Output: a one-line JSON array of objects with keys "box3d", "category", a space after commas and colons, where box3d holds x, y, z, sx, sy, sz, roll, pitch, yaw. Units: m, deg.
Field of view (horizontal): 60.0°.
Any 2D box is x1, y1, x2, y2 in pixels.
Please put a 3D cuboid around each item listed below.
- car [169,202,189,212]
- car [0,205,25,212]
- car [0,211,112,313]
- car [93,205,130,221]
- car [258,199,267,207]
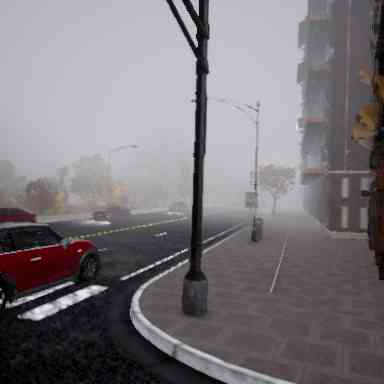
[{"box3d": [-1.857, 2.201, 49.135, 1.812, 1.442, 4.674, 2, -1, 16], "category": "car"}, {"box3d": [-11.107, 1.534, 18.715, 1.882, 1.535, 5.008, 2, -1, 18], "category": "car"}, {"box3d": [-4.175, 1.510, 8.064, 2.097, 1.767, 4.553, 2, -1, 18], "category": "car"}, {"box3d": [-7.392, 1.865, 30.674, 1.994, 1.385, 4.181, 2, -1, 17], "category": "car"}, {"box3d": [19.677, 3.103, 92.770, 2.150, 2.045, 5.566, 2, -1, 13], "category": "car"}]
